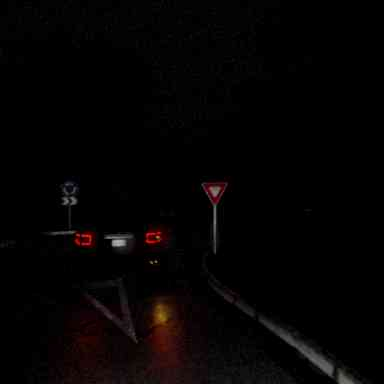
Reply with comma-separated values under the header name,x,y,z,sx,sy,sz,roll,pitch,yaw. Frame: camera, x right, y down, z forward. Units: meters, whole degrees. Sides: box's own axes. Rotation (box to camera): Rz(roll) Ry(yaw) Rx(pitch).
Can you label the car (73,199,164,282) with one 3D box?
name,x,y,z,sx,sy,sz,roll,pitch,yaw
car,-2.084,1.219,9.995,2.150,2.045,5.566,0,0,-10
